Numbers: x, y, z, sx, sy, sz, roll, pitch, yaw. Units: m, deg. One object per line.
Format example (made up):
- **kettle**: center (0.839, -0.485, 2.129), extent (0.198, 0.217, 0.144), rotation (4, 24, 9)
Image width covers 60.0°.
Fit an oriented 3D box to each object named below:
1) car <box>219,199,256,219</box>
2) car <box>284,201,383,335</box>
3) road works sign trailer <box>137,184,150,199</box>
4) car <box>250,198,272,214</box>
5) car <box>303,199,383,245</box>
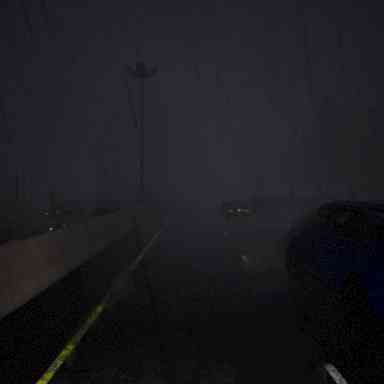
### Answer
- **car**: center (3.374, 1.420, 27.290), extent (2.033, 1.411, 5.357), rotation (0, 0, -3)
- **car**: center (3.600, 1.189, 6.777), extent (2.150, 2.045, 5.566), rotation (0, 0, 0)
- **road works sign trailer**: center (-9.759, 0.155, 66.109), extent (2.380, 3.560, 2.880), rotation (0, 0, -28)
- **car**: center (6.396, 1.337, 33.053), extent (2.128, 1.511, 4.902), rotation (0, 0, -5)
- **car**: center (7.101, 1.277, 15.930), extent (2.097, 1.767, 4.553), rotation (0, 0, 0)
